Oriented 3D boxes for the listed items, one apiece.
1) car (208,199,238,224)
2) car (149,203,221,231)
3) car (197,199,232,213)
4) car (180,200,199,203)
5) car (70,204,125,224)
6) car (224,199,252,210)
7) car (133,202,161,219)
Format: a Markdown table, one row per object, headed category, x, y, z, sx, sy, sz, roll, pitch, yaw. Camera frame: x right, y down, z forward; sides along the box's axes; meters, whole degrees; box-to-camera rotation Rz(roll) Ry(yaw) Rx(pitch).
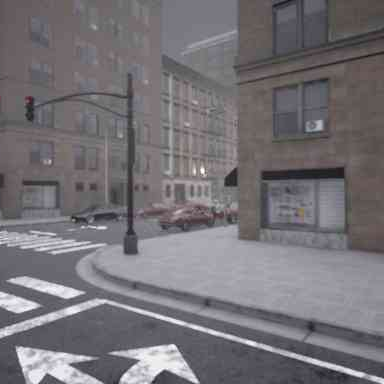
| category | x | y | z | sx | sy | sz | roll | pitch | yaw |
| --- | --- | --- | --- | --- | --- | --- | --- | --- | --- |
| car | 2.903 | 1.395 | 24.389 | 1.967 | 1.590 | 4.097 | 0 | 0 | 35 |
| car | -0.294 | 1.539 | 19.890 | 1.802 | 1.307 | 4.206 | 0 | 0 | 35 |
| car | 2.659 | 1.516 | 37.893 | 1.752 | 1.417 | 4.829 | 0 | 0 | 35 |
| car | -0.440 | 1.537 | 33.534 | 1.887 | 1.381 | 4.507 | 0 | 0 | 35 |
| car | -6.835 | 1.562 | 24.539 | 1.947 | 1.339 | 4.313 | 0 | 0 | 35 |
| car | 5.955 | 1.571 | 42.529 | 1.802 | 1.307 | 4.206 | 0 | 0 | 35 |
| car | -3.638 | 1.576 | 29.037 | 1.802 | 1.307 | 4.206 | 0 | 0 | 35 |
